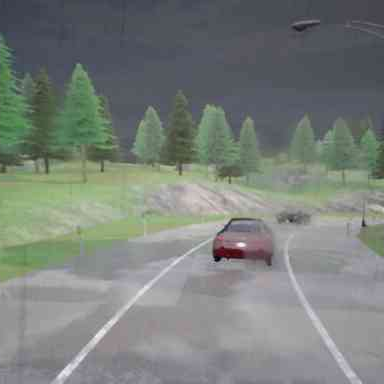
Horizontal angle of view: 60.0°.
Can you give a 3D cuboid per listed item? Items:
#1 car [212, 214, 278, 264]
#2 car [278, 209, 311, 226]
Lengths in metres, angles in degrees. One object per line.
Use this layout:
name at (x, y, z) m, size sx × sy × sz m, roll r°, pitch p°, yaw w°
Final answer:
car at (2.005, 1.633, 12.215) m, size 1.994 × 1.385 × 4.181 m, roll 1°, pitch -1°, yaw 14°
car at (8.706, 2.096, 28.078) m, size 1.895 × 1.301 × 4.718 m, roll 3°, pitch -1°, yaw 32°
